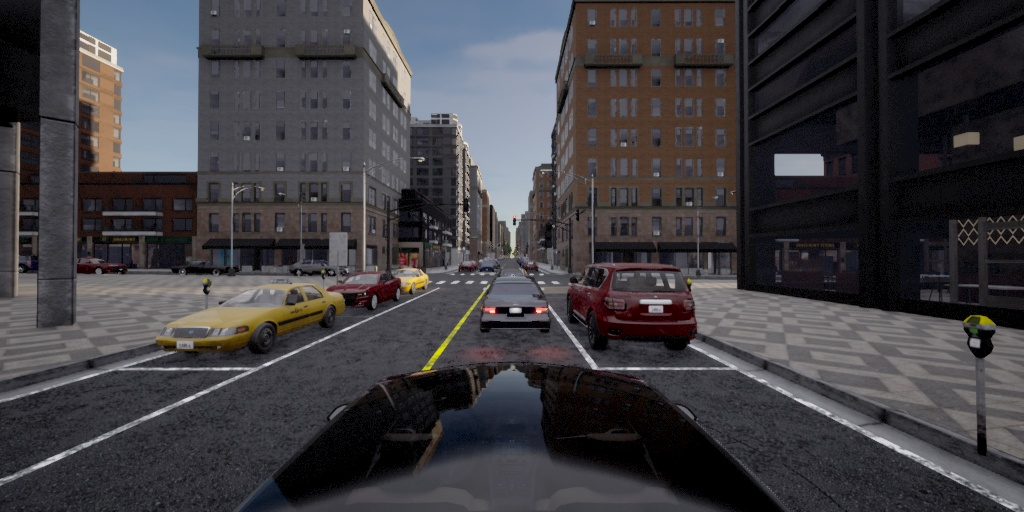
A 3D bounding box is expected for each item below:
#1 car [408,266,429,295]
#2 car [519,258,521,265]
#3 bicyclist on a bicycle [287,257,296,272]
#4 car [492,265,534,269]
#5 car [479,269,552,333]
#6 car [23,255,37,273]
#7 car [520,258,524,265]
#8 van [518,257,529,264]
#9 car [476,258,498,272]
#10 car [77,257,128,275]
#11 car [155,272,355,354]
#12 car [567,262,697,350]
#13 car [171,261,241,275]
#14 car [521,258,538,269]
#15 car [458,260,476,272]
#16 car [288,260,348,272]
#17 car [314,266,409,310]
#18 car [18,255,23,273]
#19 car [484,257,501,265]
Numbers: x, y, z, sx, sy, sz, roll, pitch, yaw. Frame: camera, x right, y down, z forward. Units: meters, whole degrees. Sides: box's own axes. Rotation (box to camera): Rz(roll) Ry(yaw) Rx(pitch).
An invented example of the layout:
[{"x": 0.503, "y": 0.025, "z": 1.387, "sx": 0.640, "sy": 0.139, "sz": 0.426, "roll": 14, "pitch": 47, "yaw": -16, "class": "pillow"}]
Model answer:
[{"x": -5.907, "y": 1.279, "z": 20.090, "sx": 1.751, "sy": 1.417, "sz": 4.829, "roll": 0, "pitch": 0, "yaw": 0, "class": "car"}, {"x": 2.513, "y": 1.345, "z": 58.640, "sx": 1.802, "sy": 1.307, "sz": 4.207, "roll": 0, "pitch": 0, "yaw": 0, "class": "car"}, {"x": -23.111, "y": 0.908, "z": 37.673, "sx": 0.582, "sy": 1.620, "sz": 1.656, "roll": 0, "pitch": 0, "yaw": 0, "class": "bicyclist on a bicycle"}, {"x": 0.019, "y": 1.355, "z": 20.483, "sx": 1.895, "sy": 1.301, "sz": 4.718, "roll": 0, "pitch": 0, "yaw": 0, "class": "car"}, {"x": 0.067, "y": 1.299, "z": 10.757, "sx": 2.033, "sy": 1.411, "sz": 5.357, "roll": 0, "pitch": 0, "yaw": 0, "class": "car"}, {"x": -47.615, "y": 0.704, "z": 34.657, "sx": 4.553, "sy": 1.767, "sz": 2.097, "roll": 1, "pitch": -1, "yaw": 1, "class": "car"}, {"x": 2.529, "y": 1.343, "z": 52.967, "sx": 1.802, "sy": 1.307, "sz": 4.207, "roll": 0, "pitch": 0, "yaw": 0, "class": "car"}, {"x": 2.498, "y": 1.106, "z": 64.314, "sx": 1.690, "sy": 1.789, "sz": 3.998, "roll": 0, "pitch": 0, "yaw": 0, "class": "van"}, {"x": -3.246, "y": 1.307, "z": 46.719, "sx": 2.033, "sy": 1.411, "sz": 5.357, "roll": 0, "pitch": 0, "yaw": -4, "class": "car"}, {"x": -36.833, "y": 0.896, "z": 31.487, "sx": 5.008, "sy": 1.535, "sz": 1.882, "roll": 1, "pitch": -1, "yaw": 0, "class": "car"}, {"x": -5.876, "y": 1.277, "z": 8.840, "sx": 1.751, "sy": 1.417, "sz": 4.829, "roll": 0, "pitch": 0, "yaw": 0, "class": "car"}, {"x": 2.650, "y": 1.066, "z": 9.025, "sx": 2.192, "sy": 1.841, "sz": 5.009, "roll": 0, "pitch": 0, "yaw": 0, "class": "car"}, {"x": -26.739, "y": 1.112, "z": 31.444, "sx": 4.718, "sy": 1.301, "sz": 1.895, "roll": 1, "pitch": -1, "yaw": 0, "class": "car"}, {"x": 2.545, "y": 1.342, "z": 47.293, "sx": 1.802, "sy": 1.307, "sz": 4.207, "roll": 0, "pitch": 0, "yaw": 0, "class": "car"}, {"x": -5.982, "y": 1.305, "z": 47.279, "sx": 1.888, "sy": 1.381, "sz": 4.507, "roll": 0, "pitch": 0, "yaw": 0, "class": "car"}, {"x": -16.841, "y": 1.092, "z": 31.411, "sx": 4.902, "sy": 1.511, "sz": 2.128, "roll": 1, "pitch": -1, "yaw": 0, "class": "car"}, {"x": -5.892, "y": 1.297, "z": 14.635, "sx": 1.888, "sy": 1.381, "sz": 4.507, "roll": 0, "pitch": 0, "yaw": 0, "class": "car"}, {"x": -46.942, "y": 0.831, "z": 31.555, "sx": 4.892, "sy": 1.490, "sz": 1.837, "roll": 1, "pitch": -1, "yaw": 1, "class": "car"}, {"x": -3.232, "y": 1.326, "z": 56.575, "sx": 1.994, "sy": 1.385, "sz": 4.181, "roll": 0, "pitch": 0, "yaw": 0, "class": "car"}]
